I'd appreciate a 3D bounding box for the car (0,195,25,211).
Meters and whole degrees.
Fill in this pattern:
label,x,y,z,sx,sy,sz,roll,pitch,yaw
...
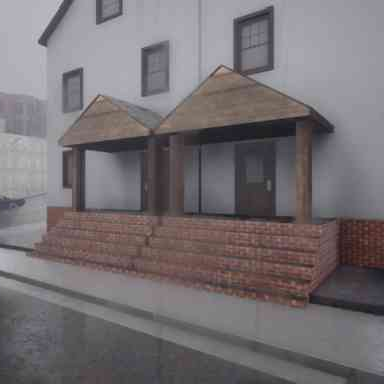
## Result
label,x,y,z,sx,sy,sz,roll,pitch,yaw
car,-15.508,1.011,25.414,1.895,1.301,4.718,0,6,35
